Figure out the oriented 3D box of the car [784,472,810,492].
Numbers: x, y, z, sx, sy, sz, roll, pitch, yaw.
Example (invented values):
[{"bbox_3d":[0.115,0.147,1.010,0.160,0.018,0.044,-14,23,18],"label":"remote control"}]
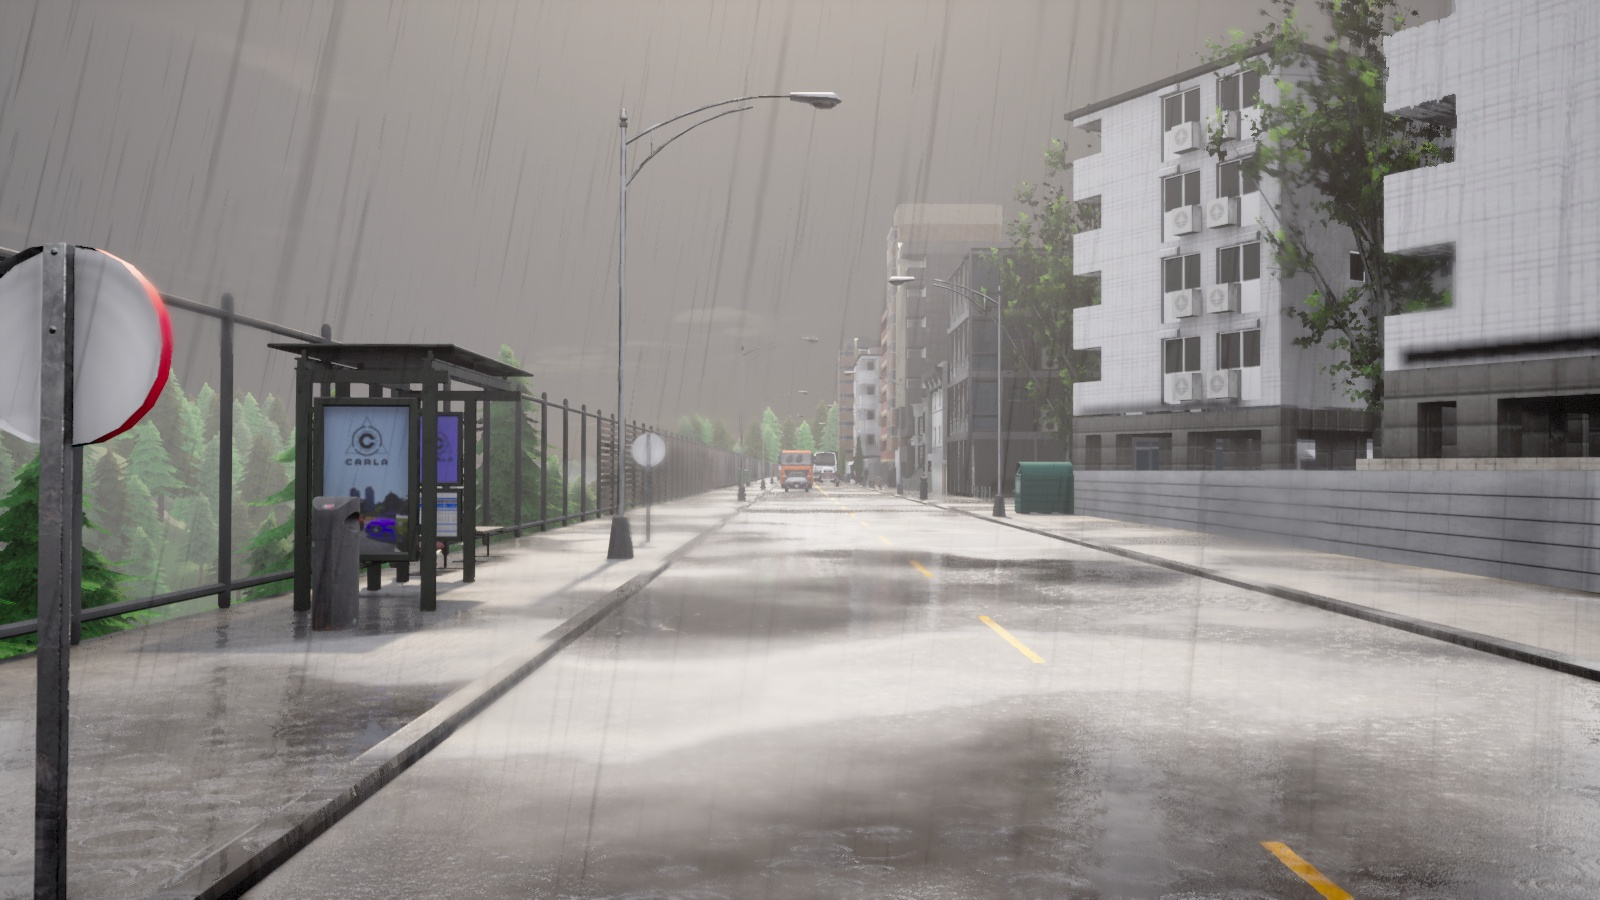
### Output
[{"bbox_3d":[-0.221,2.349,92.461,1.816,1.474,4.193,0,-1,0],"label":"car"}]
